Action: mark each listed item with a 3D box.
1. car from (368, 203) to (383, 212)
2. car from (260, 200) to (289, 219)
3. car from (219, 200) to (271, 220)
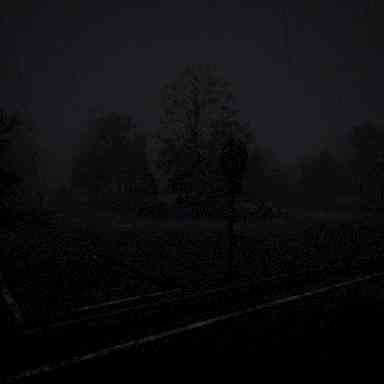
[{"bbox_3d":[26.741,2.133,45.651,2.002,1.452,4.674,1,-1,-35],"label":"car"},{"bbox_3d":[6.904,1.584,31.563,2.185,1.767,4.553,1,-1,-36],"label":"car"},{"bbox_3d":[4.362,1.702,29.663,2.002,1.452,4.674,1,-1,-36],"label":"car"}]
